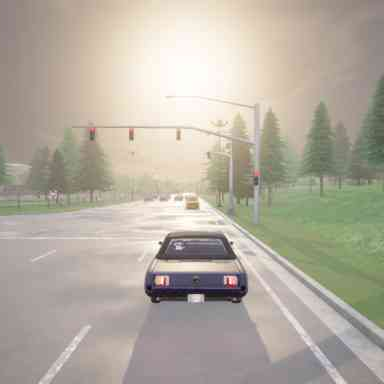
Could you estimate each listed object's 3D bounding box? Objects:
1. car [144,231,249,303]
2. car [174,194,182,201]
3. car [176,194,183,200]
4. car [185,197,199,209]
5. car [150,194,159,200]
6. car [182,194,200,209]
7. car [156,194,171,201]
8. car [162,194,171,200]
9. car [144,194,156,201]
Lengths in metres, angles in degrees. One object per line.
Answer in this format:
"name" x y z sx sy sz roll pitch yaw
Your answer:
"car" 0.096 1.601 8.136 1.895 1.301 4.718 0 0 1
"car" -3.336 1.545 80.848 1.994 1.385 4.181 0 0 0
"car" -3.316 1.357 90.851 1.812 1.442 4.674 0 0 0
"car" 0.053 1.576 49.804 2.033 1.411 5.357 -1 1 1
"car" -10.316 1.332 90.865 1.837 1.490 4.892 0 0 0
"car" -0.030 1.082 46.333 1.882 1.535 5.008 -3 17 -3
"car" -6.837 1.531 80.438 2.033 1.411 5.357 0 0 0
"car" -6.816 1.372 90.858 2.033 1.411 5.357 0 0 0
"car" -10.337 1.531 80.445 2.033 1.411 5.357 0 0 0
